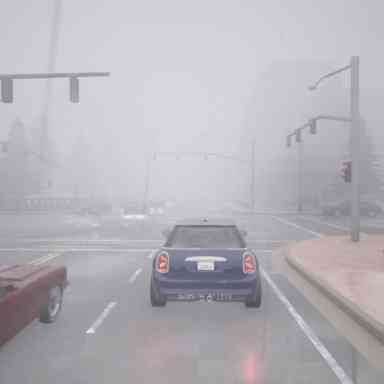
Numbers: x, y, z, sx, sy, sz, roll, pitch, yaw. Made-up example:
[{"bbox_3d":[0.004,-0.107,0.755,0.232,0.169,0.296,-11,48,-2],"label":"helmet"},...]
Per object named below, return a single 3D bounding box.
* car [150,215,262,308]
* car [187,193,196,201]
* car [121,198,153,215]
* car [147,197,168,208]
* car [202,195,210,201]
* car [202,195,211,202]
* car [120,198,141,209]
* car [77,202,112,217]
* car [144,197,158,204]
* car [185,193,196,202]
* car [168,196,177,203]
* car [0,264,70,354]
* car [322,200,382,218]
[{"bbox_3d":[0.309,1.352,8.114,2.097,1.767,4.553,0,0,2],"label":"car"},{"bbox_3d":[-0.058,1.221,82.510,2.150,2.045,5.566,0,0,2],"label":"car"},{"bbox_3d":[-5.550,1.564,33.757,1.994,1.385,4.181,0,0,3],"label":"car"},{"bbox_3d":[-4.985,1.562,47.620,1.994,1.385,4.181,0,0,2],"label":"car"},{"bbox_3d":[3.439,1.473,82.346,1.882,1.535,5.008,0,0,2],"label":"car"},{"bbox_3d":[3.107,1.547,73.642,1.994,1.385,4.181,0,0,2],"label":"car"},{"bbox_3d":[-8.532,1.524,46.493,1.812,1.442,4.674,0,0,2],"label":"car"},{"bbox_3d":[-9.184,1.600,31.655,1.895,1.301,4.718,0,0,4],"label":"car"},{"bbox_3d":[-7.838,1.599,63.444,1.895,1.301,4.718,0,0,3],"label":"car"},{"bbox_3d":[-0.429,1.518,72.779,1.812,1.442,4.674,0,0,2],"label":"car"},{"bbox_3d":[-4.095,1.491,68.710,2.128,1.511,4.902,0,0,2],"label":"car"},{"bbox_3d":[-3.305,1.601,4.241,1.895,1.301,4.718,0,0,2],"label":"car"},{"bbox_3d":[14.125,1.503,29.534,4.892,1.490,1.837,0,0,4],"label":"car"}]
